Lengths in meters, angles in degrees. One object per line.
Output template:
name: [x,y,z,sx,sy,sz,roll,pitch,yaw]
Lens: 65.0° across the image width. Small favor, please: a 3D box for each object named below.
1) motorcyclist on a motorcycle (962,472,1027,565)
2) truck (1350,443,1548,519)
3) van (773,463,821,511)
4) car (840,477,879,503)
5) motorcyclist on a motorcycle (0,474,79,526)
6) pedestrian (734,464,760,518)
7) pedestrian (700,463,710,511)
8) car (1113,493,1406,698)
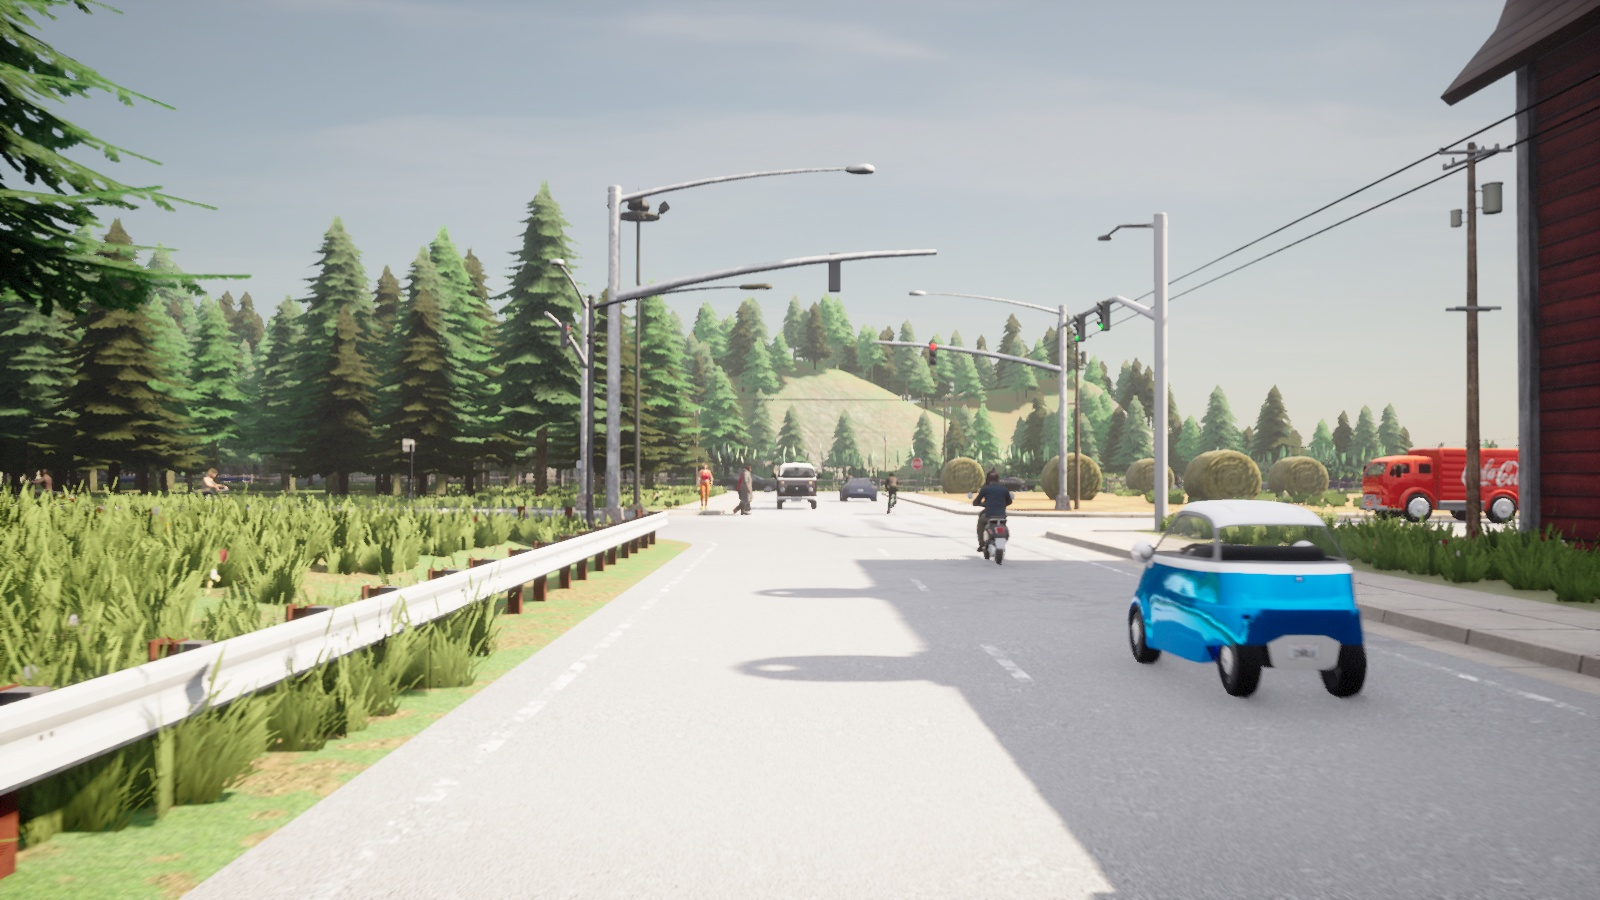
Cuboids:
motorcyclist on a motorcycle: [3.445,1.191,22.450,0.866,1.590,1.817,0,-1,0]
truck: [21.548,1.022,41.885,5.204,2.467,2.627,0,-1,-1]
van: [-0.137,1.619,55.907,2.069,2.038,4.480,0,-1,0]
car: [3.327,2.244,71.385,1.994,1.385,4.181,0,-1,0]
motorcyclist on a motorcycle: [-24.906,1.630,40.919,2.350,1.649,0.766,0,-1,-1]
pedestrian: [-1.934,1.489,46.050,0.873,1.952,0.659,0,-1,2]
pedestrian: [-3.631,1.416,48.130,0.345,1.836,0.594,0,-1,-7]
car: [3.476,1.050,9.853,1.481,1.376,2.207,0,-1,0]
